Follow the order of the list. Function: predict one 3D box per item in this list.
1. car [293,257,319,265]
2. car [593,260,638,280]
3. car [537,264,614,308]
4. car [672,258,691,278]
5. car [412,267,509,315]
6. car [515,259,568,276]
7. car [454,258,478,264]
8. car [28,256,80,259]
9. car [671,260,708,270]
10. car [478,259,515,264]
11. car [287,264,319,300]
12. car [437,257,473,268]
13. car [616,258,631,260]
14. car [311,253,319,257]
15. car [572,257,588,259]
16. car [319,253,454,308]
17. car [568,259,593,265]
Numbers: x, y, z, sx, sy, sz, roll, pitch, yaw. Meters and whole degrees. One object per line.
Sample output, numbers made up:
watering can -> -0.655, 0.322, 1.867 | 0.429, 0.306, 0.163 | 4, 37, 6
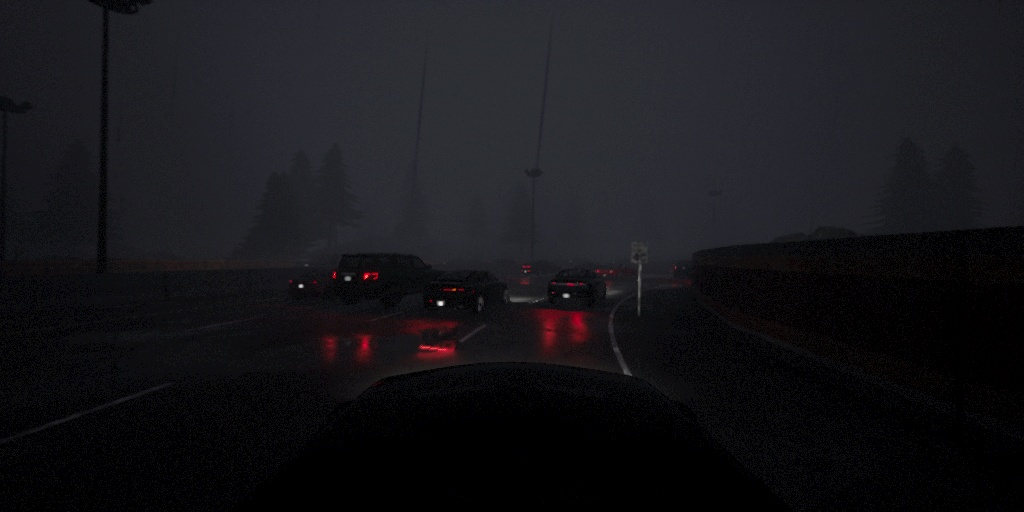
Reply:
car -> -14.340, 1.052, 28.487 | 2.128, 1.511, 4.902 | 1, 0, 28
car -> 9.351, 1.305, 31.197 | 4.718, 1.301, 1.895 | 0, 0, -43
car -> 2.967, 1.296, 15.744 | 2.128, 1.511, 4.902 | 1, 0, 22
car -> 16.726, 1.071, 32.422 | 4.553, 1.767, 2.097 | 0, 1, -34
car -> -1.535, 1.242, 13.585 | 1.837, 1.490, 4.892 | 0, 0, 17
car -> 2.895, 1.174, 34.439 | 1.837, 1.490, 4.892 | -2, -1, 44
car -> -5.754, 1.104, 50.750 | 5.357, 1.411, 2.033 | 0, 0, -40
car -> -40.531, 0.703, 31.730 | 1.837, 1.490, 4.892 | 1, -1, -17
car -> 23.962, 1.200, 48.346 | 4.718, 1.301, 1.895 | -1, 1, -26
car -> -1.476, 1.104, 44.960 | 4.892, 1.490, 1.837 | 0, 0, -41
car -> -7.929, 1.208, 16.449 | 1.994, 1.385, 4.181 | 1, 0, 18
car -> -8.438, 1.008, 53.000 | 5.008, 1.535, 1.882 | 1, 0, -41
car -> 17.367, 1.041, 56.835 | 5.008, 1.535, 1.882 | 0, 0, -25
car -> -18.725, 0.845, 35.093 | 2.097, 1.767, 4.553 | 1, 0, 31
car -> 11.207, 0.903, 61.633 | 4.553, 1.767, 2.097 | -1, 1, -28
car -> -4.853, 0.907, 15.037 | 2.150, 2.045, 5.566 | 0, -1, 19
car -> 7.463, 1.247, 34.046 | 4.181, 1.385, 1.994 | 0, 0, -44
